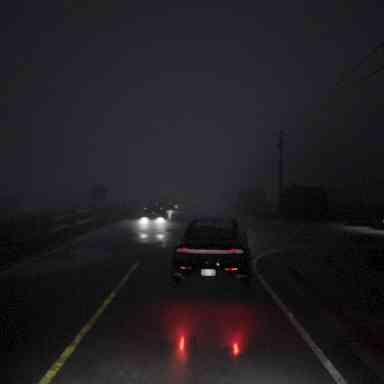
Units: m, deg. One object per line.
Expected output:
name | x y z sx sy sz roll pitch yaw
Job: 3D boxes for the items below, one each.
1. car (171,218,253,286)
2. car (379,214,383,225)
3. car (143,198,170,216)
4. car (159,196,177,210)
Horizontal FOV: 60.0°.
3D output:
car | 0.670 1.476 9.395 2.128 1.511 4.902 0 0 8
car | 13.958 1.507 20.131 4.892 1.490 1.837 0 0 -3
car | -3.465 1.549 31.965 1.895 1.301 4.718 0 0 0
car | -3.419 1.284 41.697 2.097 1.767 4.553 0 0 0
